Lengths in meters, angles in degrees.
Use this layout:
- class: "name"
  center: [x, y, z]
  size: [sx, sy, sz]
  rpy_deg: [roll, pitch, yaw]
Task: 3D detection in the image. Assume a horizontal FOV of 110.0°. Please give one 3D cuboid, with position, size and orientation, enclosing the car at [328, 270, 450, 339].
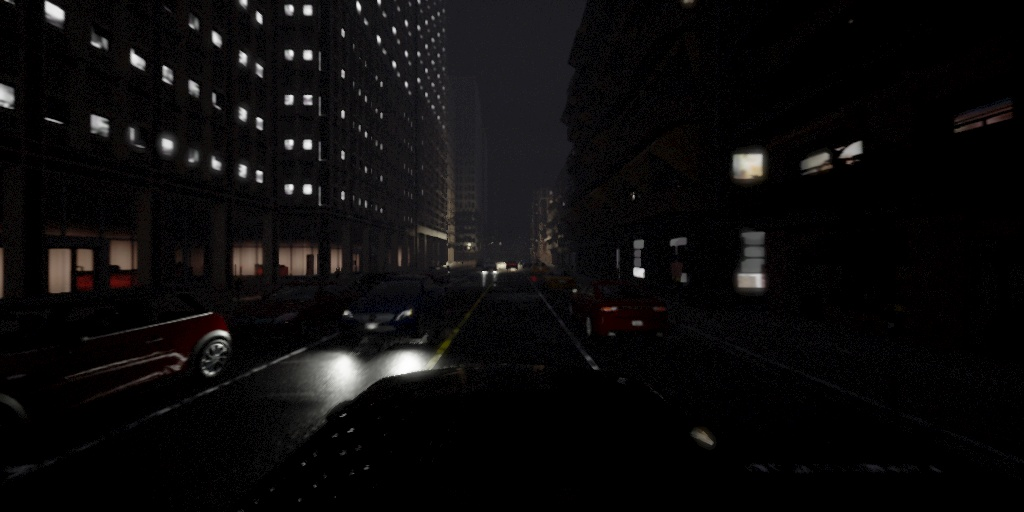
- class: "car"
  center: [-3.103, 1.295, 10.274]
  size: [1.812, 1.442, 4.674]
  rpy_deg: [0, 0, 0]

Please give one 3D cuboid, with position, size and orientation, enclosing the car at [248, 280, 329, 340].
- class: "car"
  center: [-5.691, 1.350, 9.928]
  size: [1.802, 1.307, 4.207]
  rpy_deg: [0, 0, 0]

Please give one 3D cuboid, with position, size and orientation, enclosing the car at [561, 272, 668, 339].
- class: "car"
  center: [2.688, 1.314, 9.930]
  size: [1.888, 1.381, 4.507]
  rpy_deg: [0, 0, 0]

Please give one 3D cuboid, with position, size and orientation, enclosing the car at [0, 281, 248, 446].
- class: "car"
  center: [-5.691, 1.195, 4.281]
  size: [1.967, 1.591, 4.097]
  rpy_deg: [0, 0, 0]

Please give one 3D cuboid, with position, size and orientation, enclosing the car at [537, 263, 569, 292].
- class: "car"
  center: [2.686, 1.321, 21.397]
  size: [1.751, 1.417, 4.829]
  rpy_deg: [0, 0, 0]

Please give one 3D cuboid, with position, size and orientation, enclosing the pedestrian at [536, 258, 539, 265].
- class: "pedestrian"
  center: [2.991, 1.149, 42.922]
  size: [0.375, 1.860, 0.375]
  rpy_deg: [0, 0, -2]

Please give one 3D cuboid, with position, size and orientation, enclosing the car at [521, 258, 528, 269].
- class: "car"
  center: [2.678, 1.491, 60.767]
  size: [1.802, 1.307, 4.207]
  rpy_deg: [0, 0, 0]

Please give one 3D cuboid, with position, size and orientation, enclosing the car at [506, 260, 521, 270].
- class: "car"
  center: [0.023, 1.401, 56.436]
  size: [1.837, 1.490, 4.892]
  rpy_deg: [0, 0, 1]

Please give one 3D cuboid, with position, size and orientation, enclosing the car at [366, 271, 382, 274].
- class: "car"
  center: [-5.693, 1.347, 15.578]
  size: [1.948, 1.339, 4.313]
  rpy_deg: [0, 0, 0]

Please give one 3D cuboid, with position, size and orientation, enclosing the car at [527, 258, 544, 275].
- class: "car"
  center: [2.992, 1.302, 39.930]
  size: [1.801, 1.575, 5.366]
  rpy_deg: [0, 0, 0]

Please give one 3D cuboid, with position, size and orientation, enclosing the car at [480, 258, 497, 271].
- class: "car"
  center: [-3.084, 1.405, 51.085]
  size: [1.812, 1.442, 4.674]
  rpy_deg: [0, 0, 0]

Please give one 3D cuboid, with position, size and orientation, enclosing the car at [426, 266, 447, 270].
- class: "car"
  center: [-5.695, 1.391, 26.874]
  size: [1.802, 1.307, 4.207]
  rpy_deg: [0, 0, 0]
